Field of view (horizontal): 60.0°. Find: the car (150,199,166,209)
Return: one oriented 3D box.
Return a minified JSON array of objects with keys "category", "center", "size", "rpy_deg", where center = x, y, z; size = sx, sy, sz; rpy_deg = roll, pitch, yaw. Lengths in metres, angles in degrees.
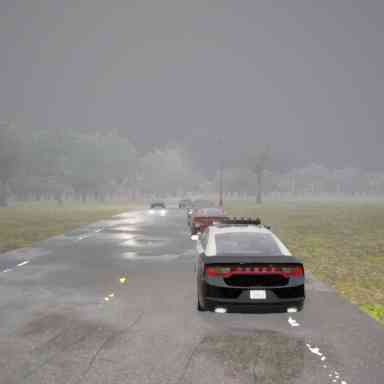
[{"category":"car","center":[-4.541,1.613,44.739],"size":[1.895,1.301,4.718],"rpy_deg":[0,0,-2]}]

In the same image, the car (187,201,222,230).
[{"category":"car","center":[0.869,1.477,17.792],"size":[1.882,1.535,5.008],"rpy_deg":[0,0,-1]}]

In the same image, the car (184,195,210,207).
[{"category":"car","center":[0.712,1.350,23.779],"size":[2.097,1.767,4.553],"rpy_deg":[0,0,-2]}]

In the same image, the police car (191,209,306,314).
[{"category":"police car","center":[1.024,1.424,7.865],"size":[1.930,1.638,5.238],"rpy_deg":[0,0,-1]}]

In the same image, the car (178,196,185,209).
[{"category":"car","center":[-0.906,1.504,46.252],"size":[2.128,1.511,4.902],"rpy_deg":[0,0,-1]}]
